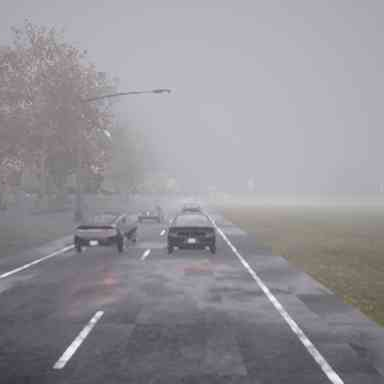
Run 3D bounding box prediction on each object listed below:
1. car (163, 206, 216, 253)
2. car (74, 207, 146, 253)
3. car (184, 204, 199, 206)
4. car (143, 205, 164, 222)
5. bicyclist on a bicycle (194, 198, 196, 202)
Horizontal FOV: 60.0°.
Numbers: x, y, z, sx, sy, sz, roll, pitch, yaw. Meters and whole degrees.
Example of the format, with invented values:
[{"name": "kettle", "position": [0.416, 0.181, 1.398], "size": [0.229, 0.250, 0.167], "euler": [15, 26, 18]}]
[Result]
[{"name": "car", "position": [-0.001, 1.614, 14.480], "size": [1.882, 1.535, 5.008], "euler": [0, 0, 0]}, {"name": "car", "position": [-3.502, 1.627, 14.300], "size": [2.128, 1.511, 4.902], "euler": [0, 0, 0]}, {"name": "car", "position": [-0.011, 1.784, 29.303], "size": [1.837, 1.490, 4.892], "euler": [0, 0, 0]}, {"name": "car", "position": [-3.514, 1.820, 28.996], "size": [2.033, 1.411, 5.357], "euler": [0, -1, 0]}, {"name": "bicyclist on a bicycle", "position": [0.914, 2.262, 94.709], "size": [0.659, 1.776, 1.843], "euler": [0, 0, 0]}]
